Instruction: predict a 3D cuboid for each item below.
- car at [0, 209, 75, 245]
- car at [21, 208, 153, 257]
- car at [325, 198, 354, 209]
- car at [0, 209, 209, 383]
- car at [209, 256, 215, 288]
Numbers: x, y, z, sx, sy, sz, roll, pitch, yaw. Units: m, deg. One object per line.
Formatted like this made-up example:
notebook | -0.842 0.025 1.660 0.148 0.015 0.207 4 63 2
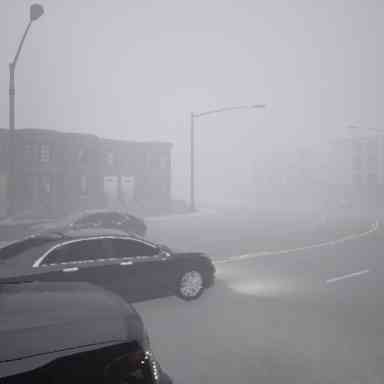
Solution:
car | -7.888 1.564 15.506 4.181 1.385 1.994 0 0 -36
car | -4.225 1.505 13.778 4.892 1.490 1.837 0 0 -36
car | 20.566 1.526 46.496 1.812 1.442 4.674 0 0 -13
car | -2.785 1.224 1.641 5.566 2.045 2.150 0 0 -35
car | -1.731 1.503 6.688 4.892 1.490 1.837 0 0 -35
